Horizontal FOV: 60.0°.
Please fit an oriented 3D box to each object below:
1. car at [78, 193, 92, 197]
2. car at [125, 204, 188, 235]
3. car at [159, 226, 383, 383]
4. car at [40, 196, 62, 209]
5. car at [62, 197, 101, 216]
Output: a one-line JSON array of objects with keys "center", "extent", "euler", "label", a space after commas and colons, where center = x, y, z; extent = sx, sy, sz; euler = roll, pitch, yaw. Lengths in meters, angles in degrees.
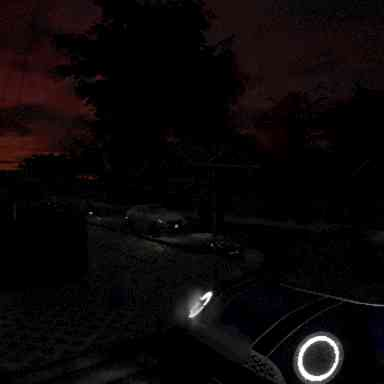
[{"center": [-28.340, 0.953, 88.280], "extent": [2.097, 1.767, 4.553], "euler": [-1, 0, 5], "label": "car"}, {"center": [-2.089, 1.385, 18.159], "extent": [1.812, 1.442, 4.674], "euler": [-1, 1, -35], "label": "car"}, {"center": [2.097, 1.353, 4.442], "extent": [4.553, 1.767, 2.097], "euler": [0, 0, -35], "label": "car"}, {"center": [-16.574, 1.219, 39.105], "extent": [1.812, 1.442, 4.674], "euler": [-1, 1, -34], "label": "car"}, {"center": [-9.448, 1.376, 28.738], "extent": [1.895, 1.301, 4.718], "euler": [-1, 1, -35], "label": "car"}]
